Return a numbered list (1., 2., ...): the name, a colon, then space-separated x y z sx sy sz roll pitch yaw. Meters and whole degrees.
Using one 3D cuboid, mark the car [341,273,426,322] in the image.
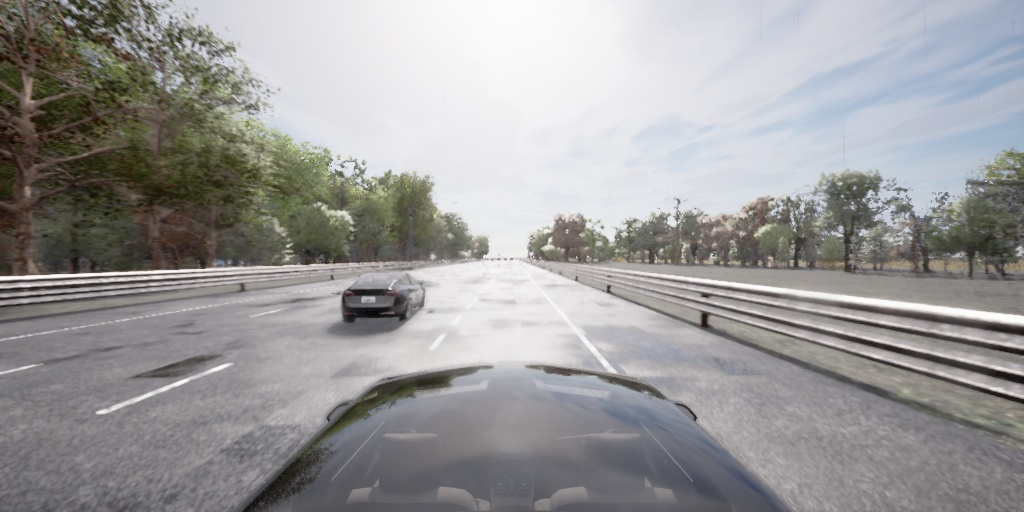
1. car: -4.272 1.298 12.540 2.163 1.488 4.792 0 0 -4
